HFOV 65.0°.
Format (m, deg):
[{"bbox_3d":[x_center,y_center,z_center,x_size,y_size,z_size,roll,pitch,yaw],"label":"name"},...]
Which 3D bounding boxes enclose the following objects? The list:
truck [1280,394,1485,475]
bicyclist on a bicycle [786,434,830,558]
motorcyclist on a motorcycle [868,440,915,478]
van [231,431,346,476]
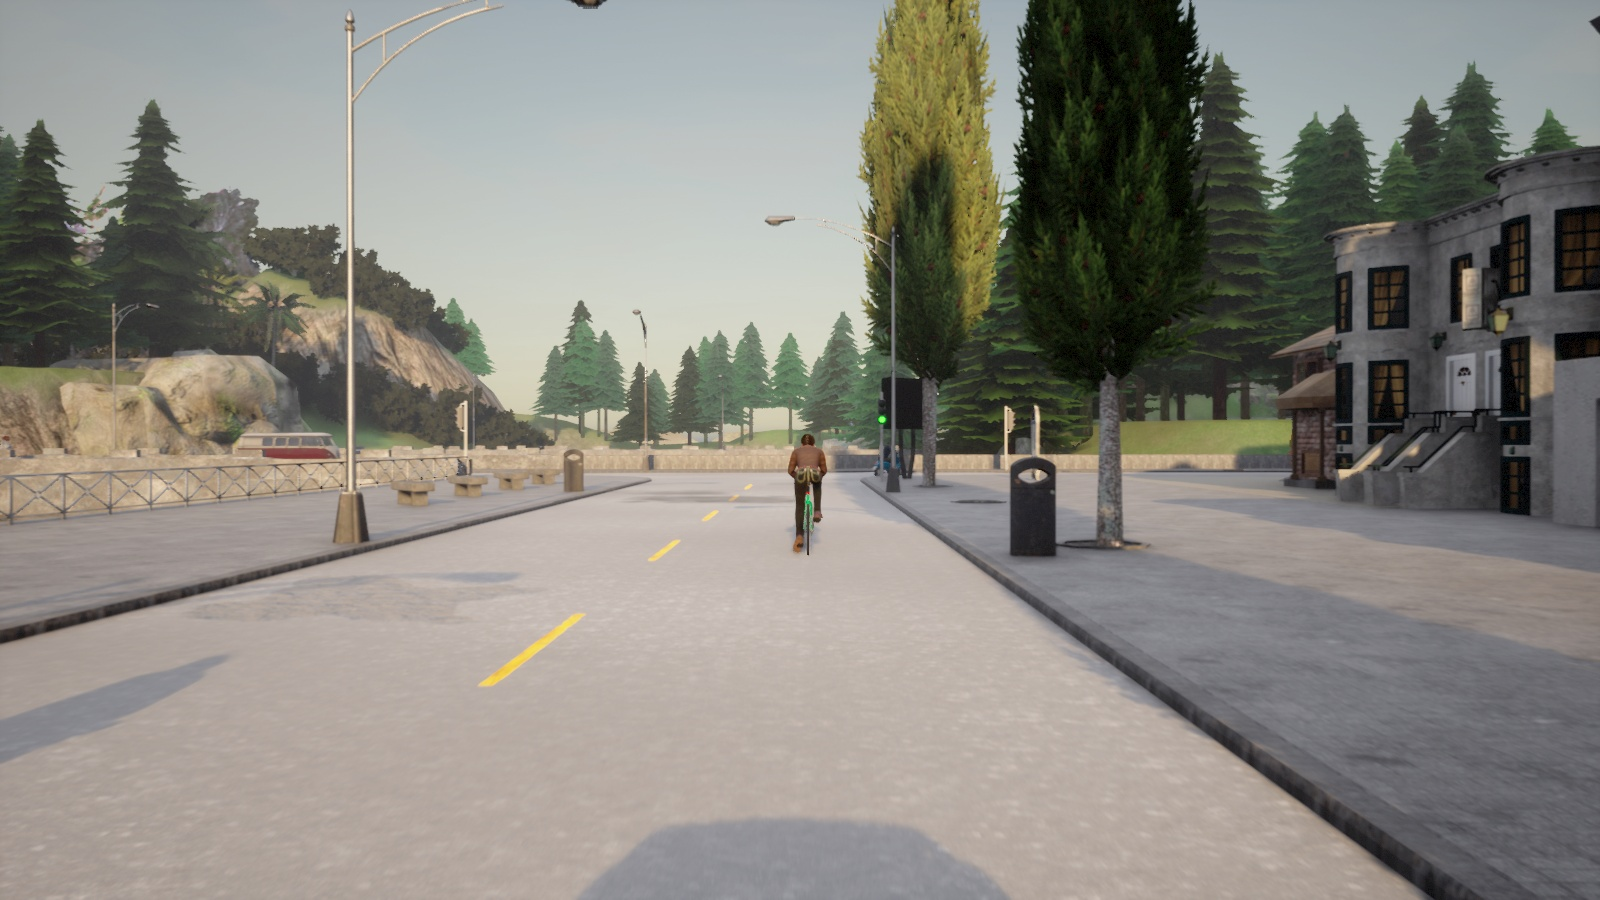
[{"bbox_3d":[27.816,-0.735,60.249,8.468,3.827,2.891,0,0,0],"label":"truck"},{"bbox_3d":[0.111,0.602,17.239,0.582,1.620,1.656,0,0,0],"label":"bicyclist on a bicycle"},{"bbox_3d":[4.032,0.390,55.313,1.817,1.590,0.866,0,3,-30],"label":"motorcyclist on a motorcycle"},{"bbox_3d":[-23.013,0.162,56.563,4.442,1.987,1.775,0,0,0],"label":"van"}]
